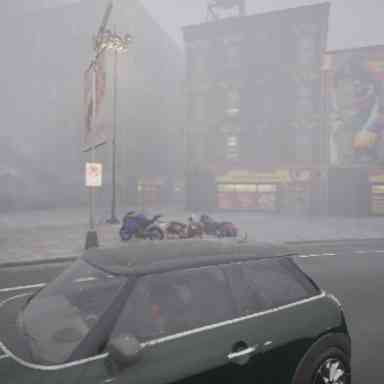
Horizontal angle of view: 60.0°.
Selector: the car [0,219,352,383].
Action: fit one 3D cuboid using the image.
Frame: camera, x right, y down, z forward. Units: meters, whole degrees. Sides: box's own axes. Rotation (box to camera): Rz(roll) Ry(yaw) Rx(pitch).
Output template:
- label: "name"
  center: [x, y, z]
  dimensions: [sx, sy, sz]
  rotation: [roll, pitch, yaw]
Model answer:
- label: "car"
  center: [-0.578, 1.335, 3.235]
  dimensions: [4.553, 1.767, 2.097]
  rotation: [1, 0, -31]
